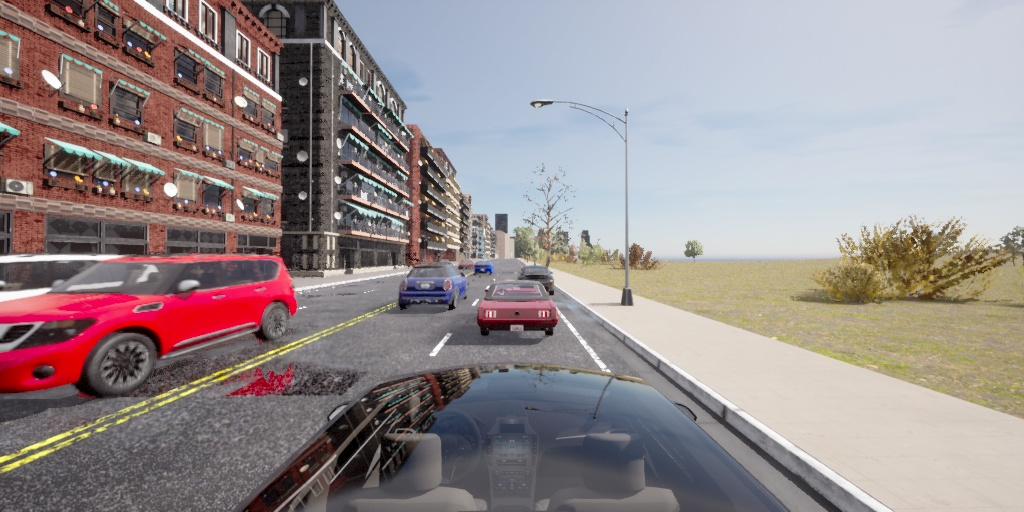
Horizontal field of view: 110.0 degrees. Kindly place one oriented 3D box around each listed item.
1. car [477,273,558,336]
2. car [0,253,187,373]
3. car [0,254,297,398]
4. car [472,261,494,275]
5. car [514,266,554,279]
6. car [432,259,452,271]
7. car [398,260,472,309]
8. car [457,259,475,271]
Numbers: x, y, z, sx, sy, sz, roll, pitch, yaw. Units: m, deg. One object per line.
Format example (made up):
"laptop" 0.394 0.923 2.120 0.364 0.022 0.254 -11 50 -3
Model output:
"car" 0.134 1.353 10.378 1.895 1.301 4.718 0 0 0
"car" -9.831 0.972 6.855 2.150 2.045 5.566 0 0 0
"car" -6.579 0.972 6.898 2.150 2.045 5.566 0 0 0
"car" -2.997 1.231 39.241 1.882 1.535 5.008 0 0 0
"car" 1.209 1.258 19.578 1.837 1.490 4.892 0 0 0
"car" -9.650 1.231 49.873 1.882 1.535 5.008 0 0 0
"car" -3.097 1.105 14.970 2.097 1.767 4.553 0 0 0
"car" -6.398 1.231 50.265 1.882 1.535 5.008 0 0 0
